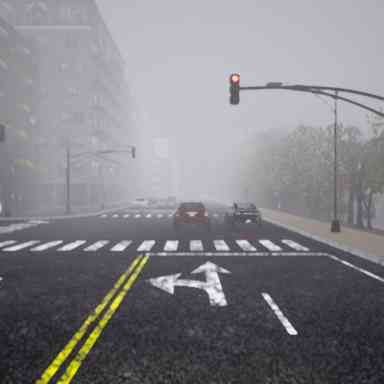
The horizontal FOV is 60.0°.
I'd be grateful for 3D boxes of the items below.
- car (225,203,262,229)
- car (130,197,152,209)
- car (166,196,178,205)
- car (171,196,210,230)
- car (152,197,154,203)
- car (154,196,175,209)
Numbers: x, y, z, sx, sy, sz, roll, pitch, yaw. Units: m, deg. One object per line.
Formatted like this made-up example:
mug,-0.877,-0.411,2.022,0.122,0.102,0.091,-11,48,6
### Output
car,3.248,1.467,21.593,2.128,1.511,4.902,0,0,0
car,-6.783,1.477,43.663,1.812,1.442,4.674,0,0,0
car,-3.575,1.445,59.385,1.837,1.490,4.892,0,0,0
car,-0.007,1.346,21.022,2.097,1.767,4.553,0,0,0
car,-6.827,1.542,58.809,1.895,1.301,4.718,0,0,0
car,-3.535,1.552,43.758,1.895,1.301,4.718,0,0,0
